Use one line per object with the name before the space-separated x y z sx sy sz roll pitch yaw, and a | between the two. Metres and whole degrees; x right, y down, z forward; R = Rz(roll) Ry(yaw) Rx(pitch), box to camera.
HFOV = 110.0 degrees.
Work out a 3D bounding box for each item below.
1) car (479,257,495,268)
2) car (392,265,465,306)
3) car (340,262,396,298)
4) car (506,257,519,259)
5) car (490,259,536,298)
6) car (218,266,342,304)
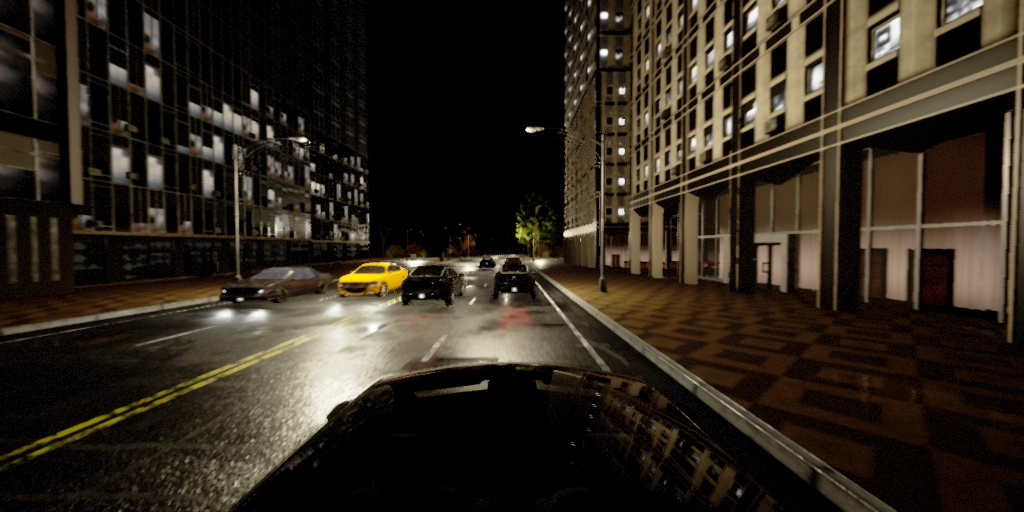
car | -3.157 0.849 46.881 1.994 1.385 4.181 0 1 0
car | -3.153 1.124 14.920 1.837 1.490 4.892 0 1 0
car | -6.599 1.072 17.488 1.882 1.535 5.008 0 1 0
car | 0.095 0.853 38.320 1.882 1.535 5.008 0 1 0
car | 0.098 1.099 17.178 1.837 1.490 4.892 0 1 0
car | -9.851 1.162 15.646 2.033 1.411 5.357 0 1 0
